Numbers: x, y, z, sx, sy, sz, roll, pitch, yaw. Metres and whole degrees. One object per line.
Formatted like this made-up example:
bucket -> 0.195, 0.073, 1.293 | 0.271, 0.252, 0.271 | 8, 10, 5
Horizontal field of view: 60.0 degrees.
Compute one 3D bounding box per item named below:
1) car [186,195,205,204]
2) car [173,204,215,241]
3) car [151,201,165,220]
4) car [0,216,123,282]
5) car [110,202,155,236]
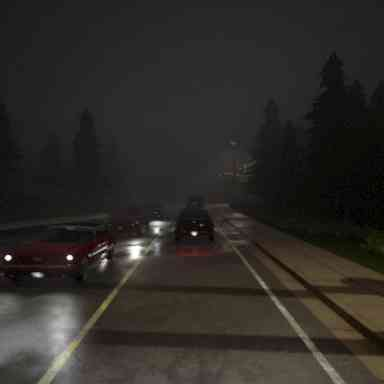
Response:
car -> 0.404, 1.377, 40.270 | 2.150, 2.045, 5.566 | 0, 0, 2
car -> 0.102, 1.567, 16.957 | 1.837, 1.490, 4.892 | 0, 0, 0
car -> -3.458, 1.615, 29.266 | 1.837, 1.490, 4.892 | 0, 0, 1
car -> -3.596, 1.636, 9.963 | 1.895, 1.301, 4.718 | 0, 0, 0
car -> -3.572, 1.549, 19.245 | 1.882, 1.535, 5.008 | 0, 0, 0
